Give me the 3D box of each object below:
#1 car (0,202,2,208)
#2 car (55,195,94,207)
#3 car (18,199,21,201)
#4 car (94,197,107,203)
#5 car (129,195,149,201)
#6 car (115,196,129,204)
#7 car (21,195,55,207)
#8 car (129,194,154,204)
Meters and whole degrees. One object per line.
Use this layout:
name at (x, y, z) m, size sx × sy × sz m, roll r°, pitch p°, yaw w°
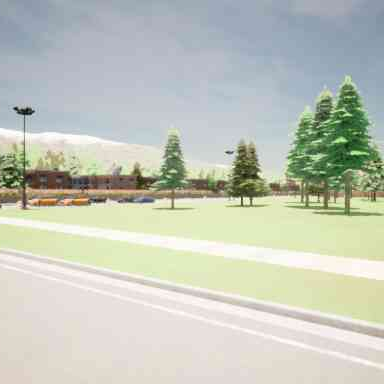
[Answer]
car at (-25.638, 1.548, 39.493) m, size 2.033 × 1.411 × 5.357 m, roll 0°, pitch 0°, yaw 35°
car at (-17.857, 1.351, 50.628) m, size 2.097 × 1.767 × 4.553 m, roll 0°, pitch 0°, yaw 35°
car at (-26.872, 1.352, 56.031) m, size 2.097 × 1.767 × 4.553 m, roll 0°, pitch 0°, yaw 35°
car at (-19.174, 1.601, 66.909) m, size 1.895 × 1.301 × 4.718 m, roll 0°, pitch 0°, yaw 35°
car at (-12.185, 1.352, 76.912) m, size 1.837 × 1.490 × 4.892 m, roll 0°, pitch 0°, yaw 35°
car at (-12.603, 1.507, 64.188) m, size 1.837 × 1.490 × 4.892 m, roll 0°, pitch -1°, yaw 35°
car at (-22.519, 1.351, 50.065) m, size 2.097 × 1.767 × 4.553 m, roll 0°, pitch 0°, yaw 35°
car at (-9.111, 1.526, 63.091) m, size 1.812 × 1.442 × 4.674 m, roll 0°, pitch 0°, yaw 36°
